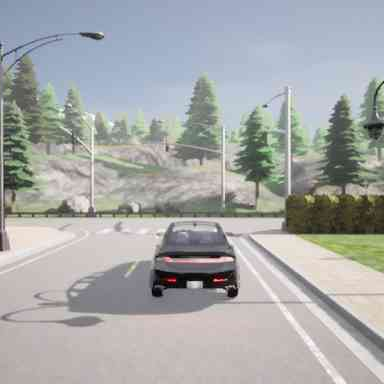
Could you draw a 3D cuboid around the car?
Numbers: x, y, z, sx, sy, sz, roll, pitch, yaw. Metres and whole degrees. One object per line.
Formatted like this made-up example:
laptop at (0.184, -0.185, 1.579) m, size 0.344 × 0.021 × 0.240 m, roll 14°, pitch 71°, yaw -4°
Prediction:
car at (0.073, 1.490, 8.534) m, size 2.128 × 1.511 × 4.902 m, roll 0°, pitch 0°, yaw 0°
